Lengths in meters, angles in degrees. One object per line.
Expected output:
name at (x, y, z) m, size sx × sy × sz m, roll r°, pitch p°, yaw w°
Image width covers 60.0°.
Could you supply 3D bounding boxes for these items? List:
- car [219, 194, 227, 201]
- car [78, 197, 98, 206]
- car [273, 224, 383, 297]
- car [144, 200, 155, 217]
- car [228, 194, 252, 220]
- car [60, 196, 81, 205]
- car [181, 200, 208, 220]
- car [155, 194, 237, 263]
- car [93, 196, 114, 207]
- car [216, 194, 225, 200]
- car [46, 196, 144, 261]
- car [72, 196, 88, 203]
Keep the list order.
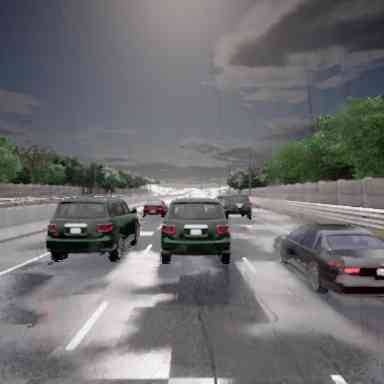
car at (7.626, 1.310, 82.246) m, size 1.882 × 1.535 × 5.008 m, roll 0°, pitch 0°, yaw 2°
car at (-17.223, 1.530, 55.264) m, size 1.994 × 1.385 × 4.181 m, roll 0°, pitch 0°, yaw 1°
car at (3.617, 1.541, 8.729) m, size 2.033 × 1.411 × 5.357 m, roll 0°, pitch 0°, yaw 0°
car at (-3.292, 1.457, 30.576) m, size 1.882 × 1.535 × 5.008 m, roll 0°, pitch 0°, yaw 0°
car at (3.694, 1.203, 28.388) m, size 2.150 × 2.045 × 5.566 m, roll 0°, pitch 0°, yaw 0°
car at (-20.695, 1.491, 56.975) m, size 1.812 × 1.442 × 4.674 m, roll 0°, pitch 0°, yaw 1°
car at (0.199, 1.473, 29.046) m, size 2.128 × 1.511 × 4.902 m, roll 0°, pitch 0°, yaw 0°
car at (0.121, 1.213, 12.014) m, size 2.150 × 2.045 × 5.566 m, roll 0°, pitch 0°, yaw 0°
car at (-13.771, 1.473, 52.126) m, size 1.837 × 1.490 × 4.892 m, roll 0°, pitch 0°, yaw 1°
car at (7.911, 1.405, 92.932) m, size 2.033 × 1.411 × 5.357 m, roll 0°, pitch 0°, yaw 1°
car at (-3.378, 1.213, 12.368) m, size 2.150 × 2.045 × 5.566 m, roll 0°, pitch 0°, yaw 0°
car at (-23.361, 1.488, 69.346) m, size 1.994 × 1.385 × 4.181 m, roll 0°, pitch 0°, yaw -2°
